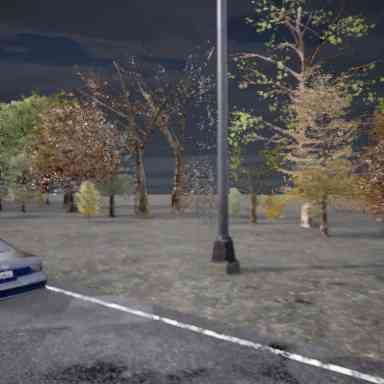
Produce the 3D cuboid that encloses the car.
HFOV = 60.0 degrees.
[{"bbox_3d":[-5.498,1.609,7.611,5.357,1.411,2.033,-1,0,35],"label":"car"}]
